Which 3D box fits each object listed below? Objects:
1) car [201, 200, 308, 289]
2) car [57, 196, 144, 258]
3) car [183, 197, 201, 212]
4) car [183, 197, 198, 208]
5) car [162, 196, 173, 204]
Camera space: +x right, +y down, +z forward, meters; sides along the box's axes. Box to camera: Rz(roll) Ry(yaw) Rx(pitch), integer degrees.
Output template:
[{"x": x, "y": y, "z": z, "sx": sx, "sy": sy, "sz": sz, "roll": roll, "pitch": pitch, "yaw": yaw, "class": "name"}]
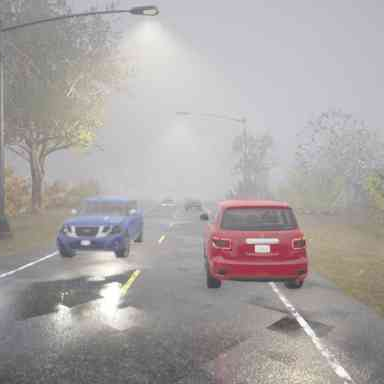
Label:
[{"x": 1.449, "y": 1.217, "z": 9.288, "sx": 2.150, "sy": 2.045, "sz": 5.566, "roll": 0, "pitch": 0, "yaw": 1, "class": "car"}, {"x": -3.253, "y": 1.212, "z": 13.034, "sx": 2.150, "sy": 2.045, "sz": 5.566, "roll": 0, "pitch": 0, "yaw": 1, "class": "car"}, {"x": 0.152, "y": 1.440, "z": 38.554, "sx": 1.837, "sy": 1.490, "sz": 4.892, "roll": 0, "pitch": 0, "yaw": -2, "class": "car"}, {"x": -0.239, "y": 1.455, "z": 48.908, "sx": 2.033, "sy": 1.411, "sz": 5.357, "roll": 0, "pitch": 0, "yaw": -2, "class": "car"}, {"x": -4.388, "y": 1.438, "z": 59.698, "sx": 1.994, "sy": 1.385, "sz": 4.181, "roll": 0, "pitch": 0, "yaw": -4, "class": "car"}]
